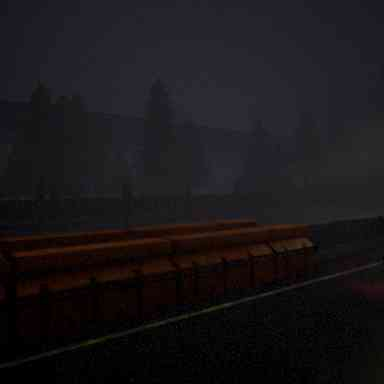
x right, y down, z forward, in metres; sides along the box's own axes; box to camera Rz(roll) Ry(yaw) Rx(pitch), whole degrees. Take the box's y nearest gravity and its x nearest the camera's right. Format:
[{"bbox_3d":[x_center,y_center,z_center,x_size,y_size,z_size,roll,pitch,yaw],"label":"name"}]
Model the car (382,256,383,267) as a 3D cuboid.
[{"bbox_3d":[7.245,1.450,9.023,5.357,1.411,2.033,-1,0,-35],"label":"car"}]
